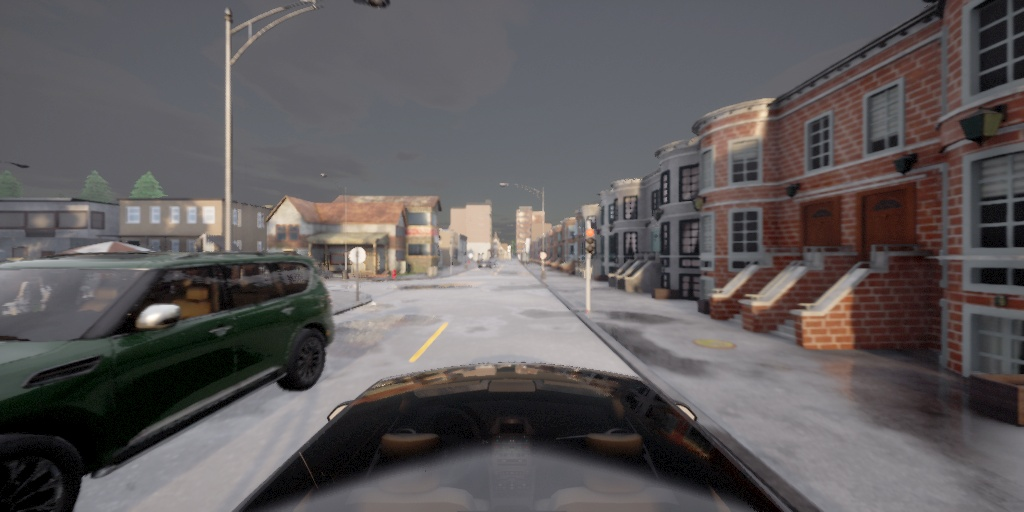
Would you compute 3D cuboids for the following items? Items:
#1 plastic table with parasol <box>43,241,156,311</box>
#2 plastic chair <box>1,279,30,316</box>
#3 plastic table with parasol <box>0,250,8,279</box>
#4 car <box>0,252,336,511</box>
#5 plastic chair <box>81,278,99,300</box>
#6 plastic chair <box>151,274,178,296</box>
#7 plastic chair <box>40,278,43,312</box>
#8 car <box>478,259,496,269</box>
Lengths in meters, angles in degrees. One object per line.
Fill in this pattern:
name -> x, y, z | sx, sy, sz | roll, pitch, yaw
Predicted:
plastic table with parasol -> -14.081, 0.725, 12.695 | 2.482, 2.480, 2.482 | 0, 0, -40
plastic chair -> -12.613, 1.294, 8.948 | 0.730, 1.272, 0.750 | 0, 0, -40
plastic table with parasol -> -13.644, 0.693, 8.205 | 2.482, 2.480, 2.482 | 0, 0, -40
car -> -4.083, 0.968, 3.864 | 2.150, 2.045, 5.566 | 0, 0, 0
plastic chair -> -13.344, 1.329, 11.674 | 0.750, 1.272, 0.730 | 0, 0, -40
plastic chair -> -13.050, 1.329, 13.439 | 0.730, 1.272, 0.750 | 0, 0, -40
plastic chair -> -15.080, 1.329, 11.962 | 0.730, 1.272, 0.750 | 0, 0, -40
car -> -4.024, 1.201, 54.144 | 2.128, 1.511, 4.902 | 0, 0, 1
